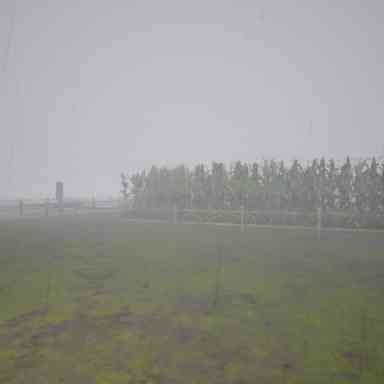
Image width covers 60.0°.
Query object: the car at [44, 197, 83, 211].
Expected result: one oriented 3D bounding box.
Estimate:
[{"bbox_3d":[-14.640,1.333,38.082,1.812,1.442,4.674,0,0,29],"label":"car"}]
